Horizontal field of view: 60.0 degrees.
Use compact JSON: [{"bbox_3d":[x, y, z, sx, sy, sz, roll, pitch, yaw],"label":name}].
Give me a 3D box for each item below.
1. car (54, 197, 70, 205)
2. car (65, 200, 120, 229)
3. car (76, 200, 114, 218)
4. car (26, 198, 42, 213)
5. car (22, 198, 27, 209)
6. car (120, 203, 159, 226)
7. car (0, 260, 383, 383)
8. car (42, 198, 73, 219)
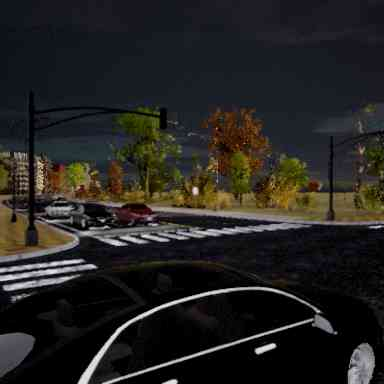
[{"bbox_3d":[-23.956,1.603,61.339,1.994,1.385,4.181,0,0,-31],"label":"car"},{"bbox_3d":[-6.804,1.534,22.377,1.837,1.490,4.892,0,0,-34],"label":"car"},{"bbox_3d":[-9.466,1.574,32.178,2.033,1.411,5.357,0,0,-34],"label":"car"},{"bbox_3d":[-17.408,1.621,38.301,1.994,1.385,4.181,0,0,-34],"label":"car"},{"bbox_3d":[-22.786,1.572,46.769,1.837,1.490,4.892,0,0,-32],"label":"car"},{"bbox_3d":[-4.067,1.537,24.117,1.812,1.442,4.674,0,0,-32],"label":"car"},{"bbox_3d":[0.077,1.499,3.424,4.892,1.490,1.837,-1,0,-35],"label":"car"},{"bbox_3d":[-11.901,1.570,29.976,1.812,1.442,4.674,0,0,-33],"label":"car"}]
